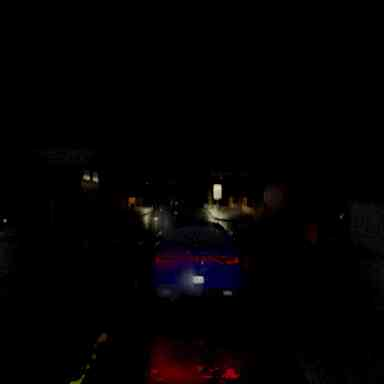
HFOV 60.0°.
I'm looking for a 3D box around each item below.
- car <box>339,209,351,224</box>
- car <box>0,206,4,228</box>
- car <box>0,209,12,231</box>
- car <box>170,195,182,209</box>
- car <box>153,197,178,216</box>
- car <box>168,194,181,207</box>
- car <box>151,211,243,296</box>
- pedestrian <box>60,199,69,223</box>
[{"bbox_3d":[12.276,1.376,21.867,4.902,1.511,2.128,-1,-2,1],"label":"car"},{"bbox_3d":[-15.605,1.753,22.302,4.892,1.490,1.837,-1,-2,0],"label":"car"},{"bbox_3d":[-13.530,1.342,19.275,5.566,2.045,2.150,-1,-2,1],"label":"car"},{"bbox_3d":[-2.800,1.466,43.797,2.097,1.767,4.553,0,0,0],"label":"car"},{"bbox_3d":[-2.810,1.549,33.613,2.128,1.511,4.902,0,0,0],"label":"car"},{"bbox_3d":[-2.871,1.437,55.715,2.150,2.045,5.566,0,-1,-1],"label":"car"},{"bbox_3d":[0.105,1.477,8.655,1.882,1.535,5.008,0,0,0],"label":"car"},{"bbox_3d":[-9.642,1.410,25.096,0.375,1.860,0.375,0,-1,1],"label":"pedestrian"}]
